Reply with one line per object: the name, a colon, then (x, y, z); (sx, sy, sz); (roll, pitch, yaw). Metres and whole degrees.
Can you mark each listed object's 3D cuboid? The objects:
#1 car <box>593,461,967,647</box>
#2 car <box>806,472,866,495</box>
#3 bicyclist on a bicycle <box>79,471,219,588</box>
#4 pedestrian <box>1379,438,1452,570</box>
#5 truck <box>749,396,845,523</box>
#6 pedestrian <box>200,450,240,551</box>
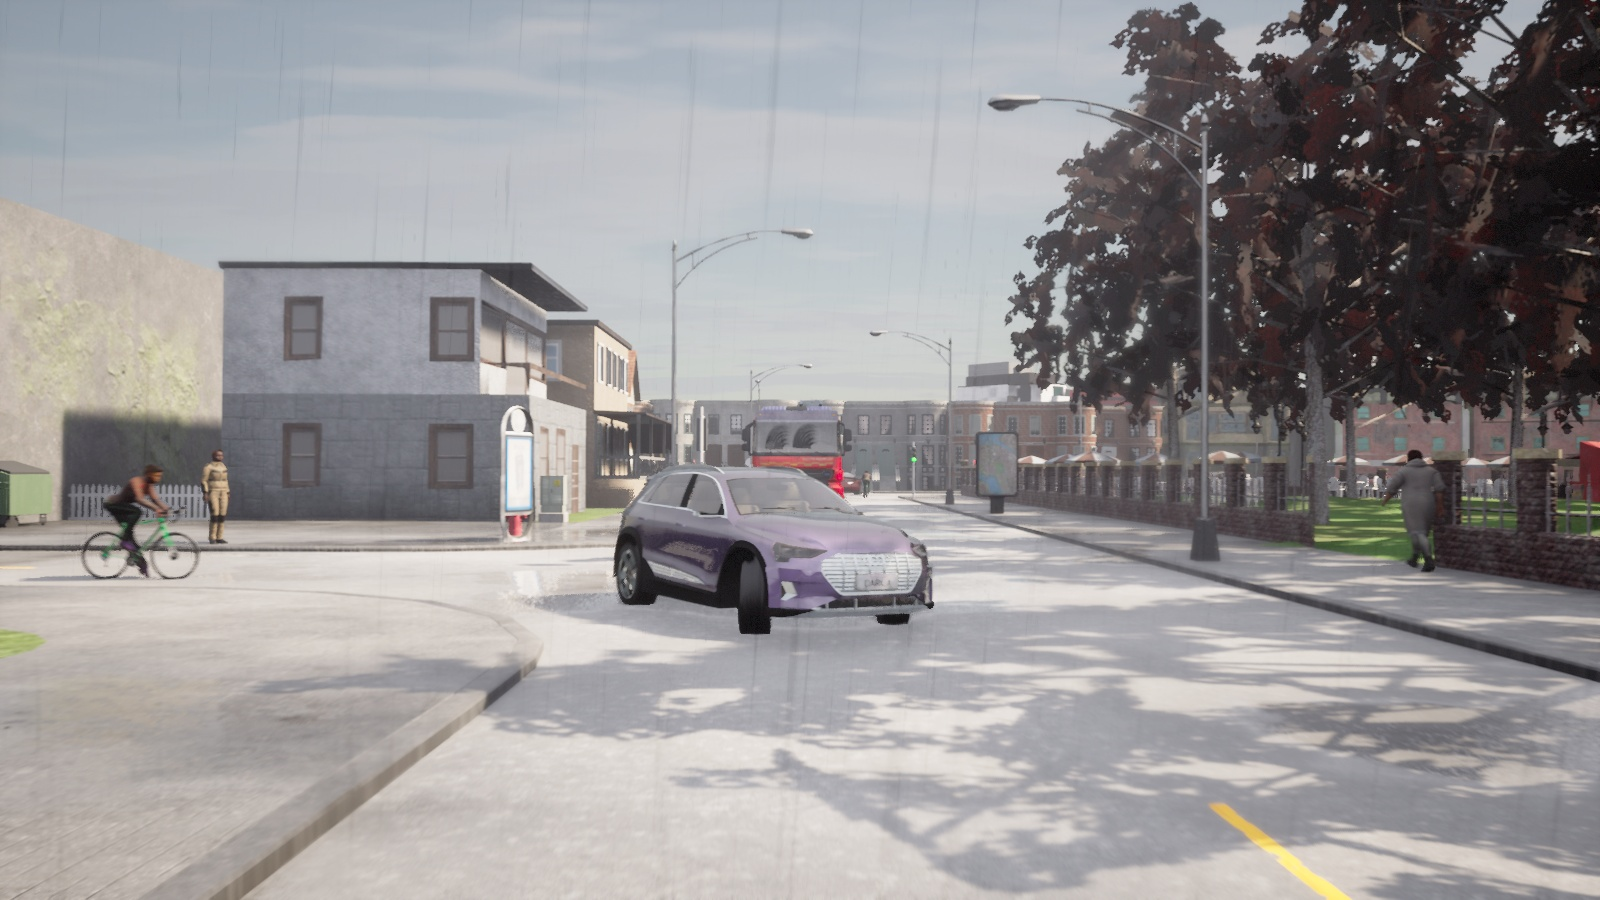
car: (-0.460, 0.977, 13.780); (2.033, 1.649, 4.856); (1, -1, -29)
car: (2.352, 2.212, 83.964); (2.163, 1.488, 4.792); (0, -1, -24)
bicyclist on a bicycle: (-9.147, 1.100, 17.670); (1.656, 1.620, 0.582); (0, -1, 0)
pedestrian: (9.314, 0.806, 19.036); (0.659, 1.952, 0.873); (0, -1, 0)
truck: (-0.108, 0.355, 42.075); (2.891, 3.827, 8.468); (0, -1, 0)
pedestrian: (-11.272, 0.978, 24.403); (0.692, 1.930, 0.396); (-1, -1, 33)
